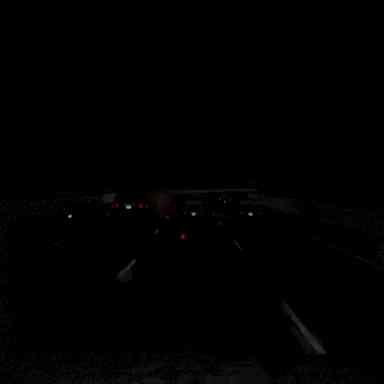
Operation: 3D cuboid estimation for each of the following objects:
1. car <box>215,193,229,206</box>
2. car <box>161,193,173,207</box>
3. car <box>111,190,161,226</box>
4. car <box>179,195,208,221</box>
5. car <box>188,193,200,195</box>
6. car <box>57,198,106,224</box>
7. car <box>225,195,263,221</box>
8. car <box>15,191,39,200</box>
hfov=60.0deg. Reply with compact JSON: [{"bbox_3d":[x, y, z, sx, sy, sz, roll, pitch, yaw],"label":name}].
[{"bbox_3d":[3.706,0.858,39.369,1.812,1.442,4.674,0,1,1],"label":"car"},{"bbox_3d":[-3.307,0.854,38.363,1.837,1.490,4.892,0,1,1],"label":"car"},{"bbox_3d":[-3.402,0.872,20.546,2.150,2.045,5.566,0,1,0],"label":"car"},{"bbox_3d":[0.083,1.139,22.763,1.812,1.442,4.674,0,1,0],"label":"car"},{"bbox_3d":[0.231,0.802,39.829,1.882,1.535,5.008,0,1,1],"label":"car"},{"bbox_3d":[-6.902,1.130,21.263,2.128,1.511,4.902,0,1,0],"label":"car"},{"bbox_3d":[3.598,1.139,22.742,1.812,1.442,4.674,0,1,0],"label":"car"},{"bbox_3d":[-27.036,0.515,54.760,1.812,1.442,4.674,0,1,5],"label":"car"}]
